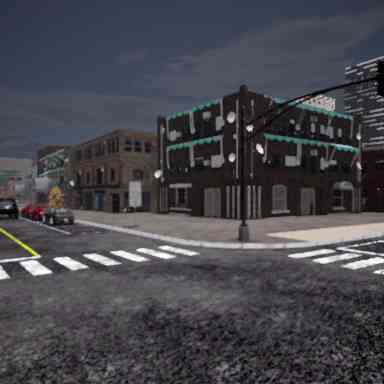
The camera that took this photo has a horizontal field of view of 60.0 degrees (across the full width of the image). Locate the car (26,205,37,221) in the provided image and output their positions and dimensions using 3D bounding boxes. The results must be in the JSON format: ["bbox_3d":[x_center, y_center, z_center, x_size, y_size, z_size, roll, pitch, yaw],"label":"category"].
[{"bbox_3d":[-13.919,1.965,31.189,1.802,1.307,4.206,-1,0,-35],"label":"car"}]

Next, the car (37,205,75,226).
[{"bbox_3d":[-10.710,1.871,26.680,2.008,1.369,4.403,-1,0,-35],"label":"car"}]

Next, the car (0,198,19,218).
[{"bbox_3d":[-19.714,1.679,34.856,2.150,2.045,5.566,0,-1,-36],"label":"car"}]

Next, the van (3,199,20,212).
[{"bbox_3d":[-26.763,1.968,49.227,1.690,1.788,3.998,-1,0,-35],"label":"van"}]

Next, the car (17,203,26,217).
[{"bbox_3d":[-17.129,2.027,35.698,1.802,1.307,4.206,-1,0,-35],"label":"car"}]

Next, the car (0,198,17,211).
[{"bbox_3d":[-29.974,2.001,53.736,2.192,1.841,5.009,-1,0,-35],"label":"car"}]
